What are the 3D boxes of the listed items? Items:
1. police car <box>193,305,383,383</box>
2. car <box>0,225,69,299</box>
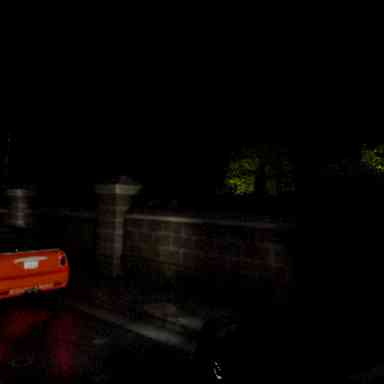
[{"bbox_3d":[2.290,1.601,2.476,5.238,1.638,1.930,-1,-4,40],"label":"police car"},{"bbox_3d":[-5.233,1.681,8.851,4.553,1.767,2.097,-1,-3,40],"label":"car"}]
